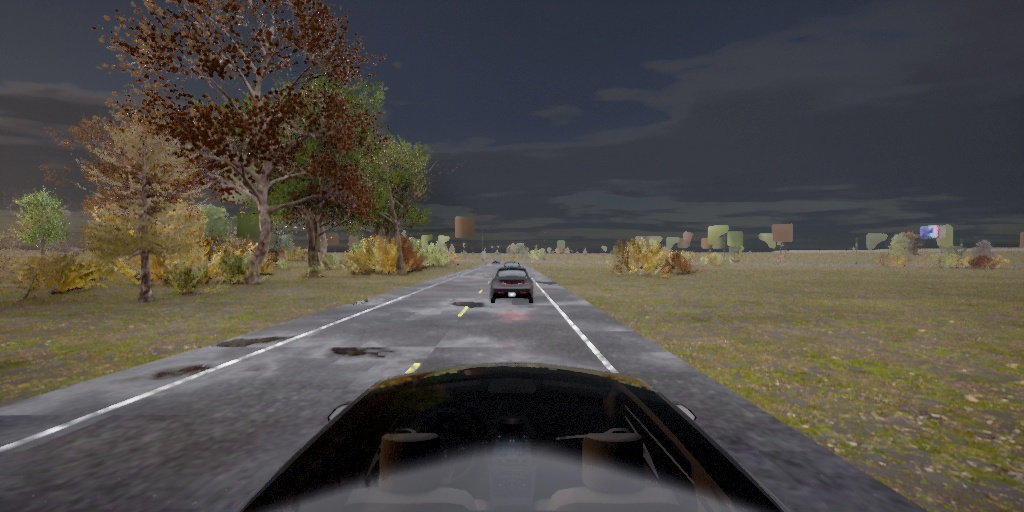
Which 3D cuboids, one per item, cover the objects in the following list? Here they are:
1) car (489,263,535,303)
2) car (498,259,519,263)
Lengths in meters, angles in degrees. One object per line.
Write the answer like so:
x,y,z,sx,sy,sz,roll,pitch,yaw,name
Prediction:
0.000,1.259,16.501,1.837,1.490,4.892,0,0,0,car
0.000,1.251,31.502,1.837,1.490,4.892,0,0,0,car
